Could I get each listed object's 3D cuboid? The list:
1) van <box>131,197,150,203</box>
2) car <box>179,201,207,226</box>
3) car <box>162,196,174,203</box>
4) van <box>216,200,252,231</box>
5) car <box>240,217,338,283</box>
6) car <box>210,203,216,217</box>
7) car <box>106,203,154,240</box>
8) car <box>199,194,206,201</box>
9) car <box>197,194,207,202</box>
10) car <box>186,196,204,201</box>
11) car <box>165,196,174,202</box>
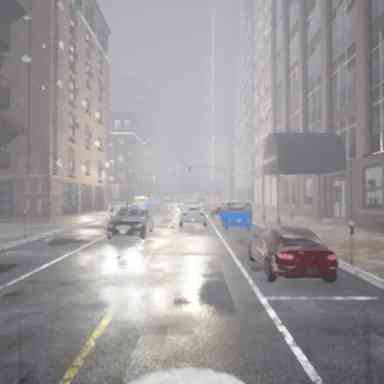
[{"bbox_3d":[-5.816,1.443,37.772,1.690,1.788,3.998,1,0,0],"label":"van"},{"bbox_3d":[0.067,1.589,23.750,1.812,1.442,4.674,0,0,0],"label":"car"},{"bbox_3d":[-5.788,1.750,75.688,2.008,1.369,4.403,1,0,0],"label":"car"},{"bbox_3d":[2.675,1.397,20.799,1.690,1.788,3.998,1,0,0],"label":"van"},{"bbox_3d":[2.688,1.608,9.496,1.802,1.307,4.206,1,0,0],"label":"car"},{"bbox_3d":[2.655,1.668,32.100,1.802,1.307,4.206,1,0,0],"label":"car"},{"bbox_3d":[-3.121,1.539,17.483,2.128,1.511,4.902,0,0,0],"label":"car"},{"bbox_3d":[2.583,1.795,81.357,1.802,1.307,4.206,1,0,0],"label":"car"},{"bbox_3d":[2.579,1.542,87.012,2.192,1.841,5.009,1,0,0],"label":"car"},{"bbox_3d":[0.042,1.611,39.956,2.163,1.488,4.792,0,0,0],"label":"car"},{"bbox_3d":[-5.805,1.794,86.997,1.947,1.339,4.313,1,0,0],"label":"car"}]
